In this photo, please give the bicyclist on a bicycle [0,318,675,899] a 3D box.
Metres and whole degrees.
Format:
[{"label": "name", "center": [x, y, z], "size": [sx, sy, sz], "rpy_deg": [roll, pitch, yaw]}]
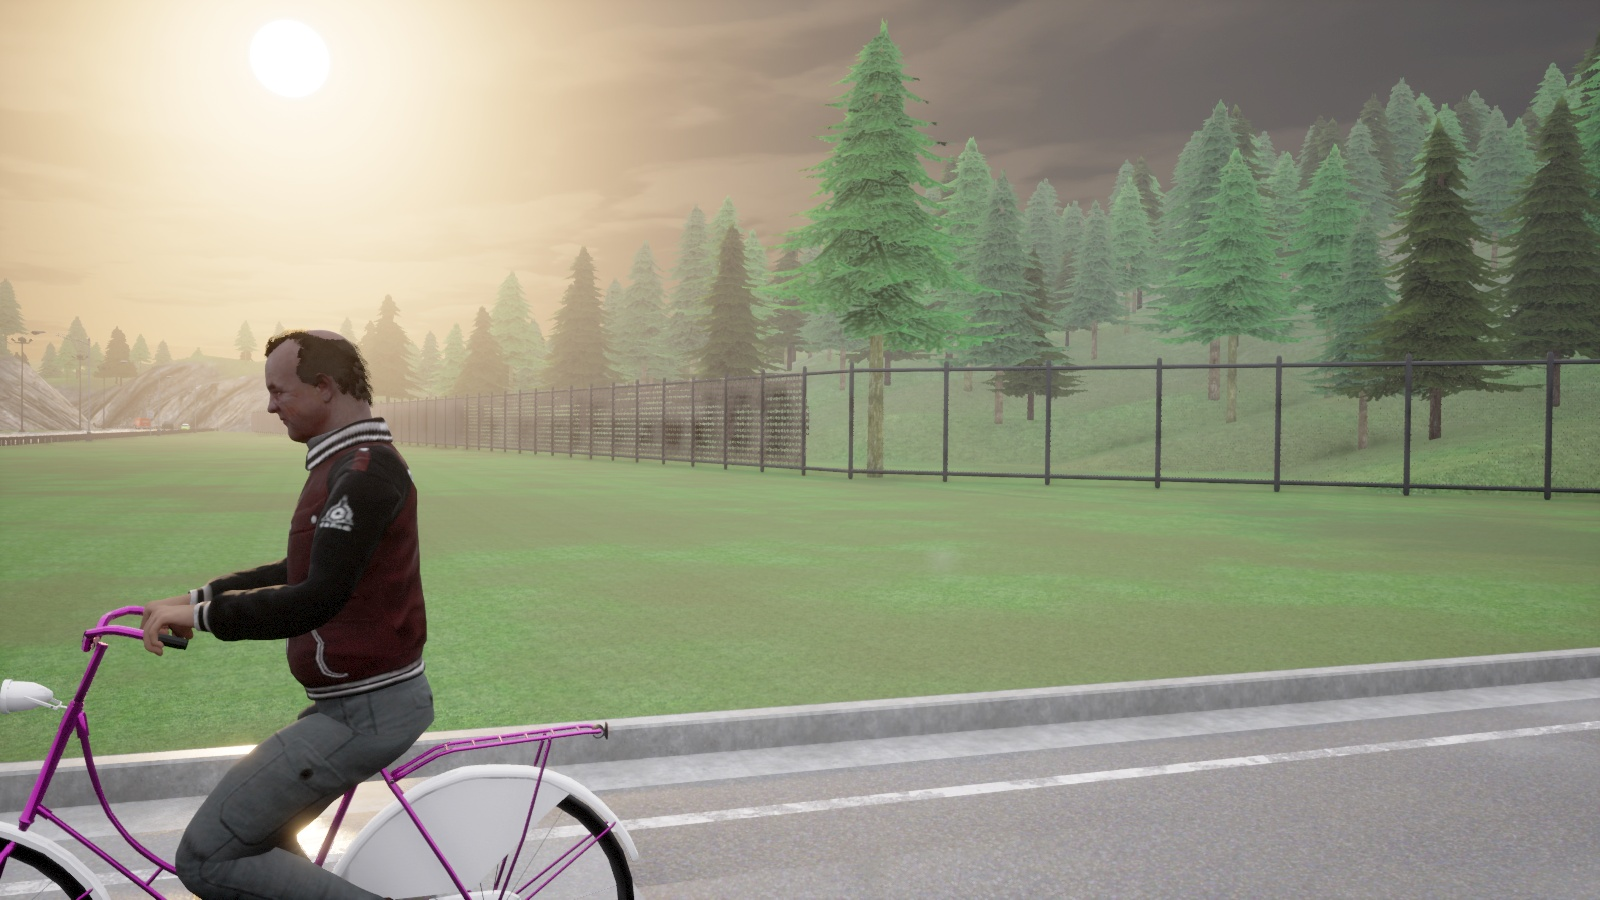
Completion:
[{"label": "bicyclist on a bicycle", "center": [-1.259, 0.637, 2.760], "size": [1.843, 1.776, 0.659], "rpy_deg": [-1, 1, -21]}]
